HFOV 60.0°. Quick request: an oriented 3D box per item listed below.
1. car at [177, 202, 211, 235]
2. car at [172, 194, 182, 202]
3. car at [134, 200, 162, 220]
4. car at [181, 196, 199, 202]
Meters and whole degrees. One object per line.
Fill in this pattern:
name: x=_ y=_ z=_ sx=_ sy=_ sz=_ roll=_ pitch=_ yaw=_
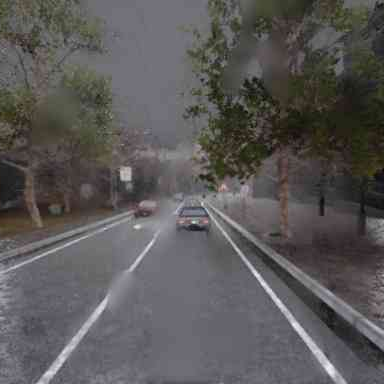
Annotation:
car: x=0.097 y=1.513 z=18.670 sx=2.033 sy=1.411 sz=5.357 roll=0 pitch=0 yaw=0
car: x=-2.919 y=1.175 z=68.843 sx=2.097 sy=1.767 sz=4.553 roll=1 pitch=1 yaw=5
car: x=-3.600 y=1.426 z=27.976 sx=1.882 sy=1.535 sz=5.008 roll=0 pitch=0 yaw=0
car: x=0.095 y=1.477 z=38.234 sx=2.033 sy=1.411 sz=5.357 roll=0 pitch=0 yaw=0
